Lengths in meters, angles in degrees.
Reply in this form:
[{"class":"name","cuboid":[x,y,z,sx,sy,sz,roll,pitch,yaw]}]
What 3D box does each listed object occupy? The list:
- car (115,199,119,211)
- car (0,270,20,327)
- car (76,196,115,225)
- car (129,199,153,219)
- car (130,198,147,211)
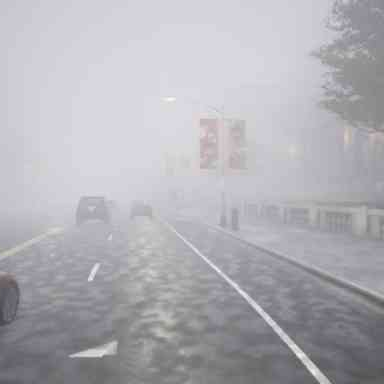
[{"class":"car","cuboid":[-10.323,1.606,42.048,1.837,1.490,4.892,0,0,-10]},{"class":"car","cuboid":[-3.851,1.552,4.063,1.812,1.442,4.674,0,0,-6]},{"class":"car","cuboid":[-7.265,1.288,25.030,2.150,2.045,5.566,0,0,-10]},{"class":"car","cuboid":[-4.490,1.546,29.360,2.128,1.511,4.902,0,0,-10]},{"class":"car","cuboid":[-7.276,1.634,44.876,2.033,1.411,5.357,0,0,-10]}]
